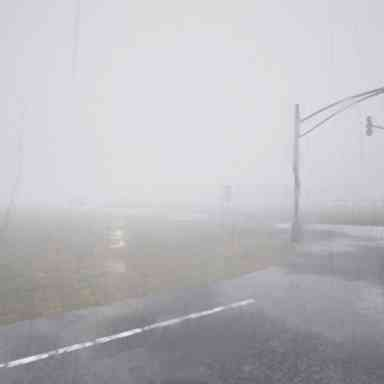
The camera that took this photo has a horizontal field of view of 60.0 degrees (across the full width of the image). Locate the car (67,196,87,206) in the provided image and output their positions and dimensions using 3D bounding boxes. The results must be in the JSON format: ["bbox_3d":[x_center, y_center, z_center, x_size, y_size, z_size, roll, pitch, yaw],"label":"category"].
[{"bbox_3d":[-19.344,1.475,55.863,2.097,1.767,4.553,1,0,-36],"label":"car"}]
